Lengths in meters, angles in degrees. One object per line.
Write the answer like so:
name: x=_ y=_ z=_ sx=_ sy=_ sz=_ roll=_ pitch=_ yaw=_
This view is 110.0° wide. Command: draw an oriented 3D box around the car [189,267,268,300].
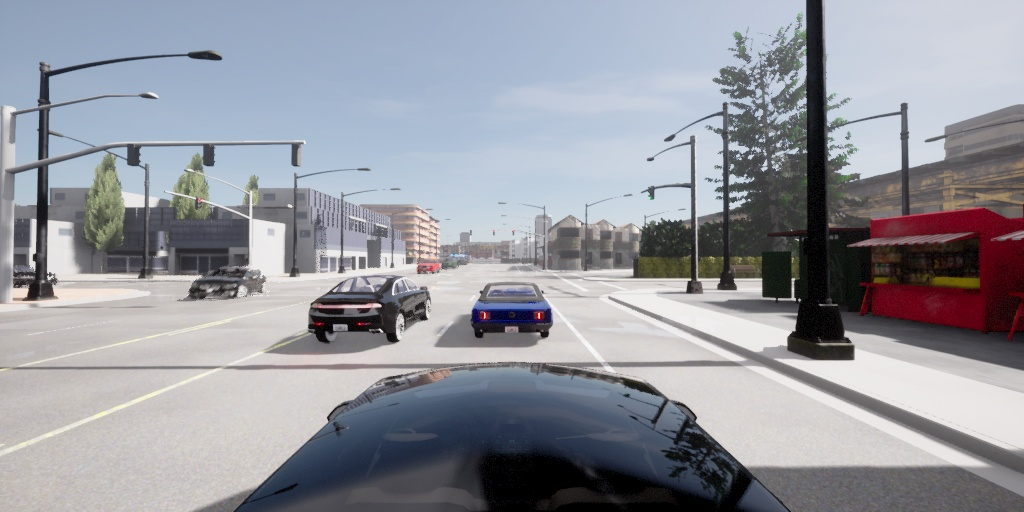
car: x=-14.162 y=1.313 z=18.305 sx=1.837 sy=1.490 sz=4.892 roll=4 pitch=-2 yaw=-17

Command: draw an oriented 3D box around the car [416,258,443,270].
car: x=-11.055 y=1.333 z=47.634 sx=2.150 sy=2.045 sz=5.566 roll=0 pitch=0 yaw=-1

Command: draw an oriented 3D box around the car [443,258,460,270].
car: x=-11.183 y=1.364 z=64.191 sx=2.150 sy=2.045 sz=5.566 roll=0 pitch=0 yaw=0

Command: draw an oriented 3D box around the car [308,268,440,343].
car: x=-3.511 y=1.257 z=9.741 sx=2.128 sy=1.511 sz=4.902 roll=0 pitch=0 yaw=0

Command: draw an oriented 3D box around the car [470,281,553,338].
car: x=-0.011 y=1.365 z=10.219 sx=1.895 sy=1.301 sz=4.718 roll=0 pitch=0 yaw=0

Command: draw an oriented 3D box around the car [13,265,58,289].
car: x=-32.827 y=1.330 z=23.438 sx=4.902 sy=1.511 sz=2.128 roll=0 pitch=-1 yaw=0
